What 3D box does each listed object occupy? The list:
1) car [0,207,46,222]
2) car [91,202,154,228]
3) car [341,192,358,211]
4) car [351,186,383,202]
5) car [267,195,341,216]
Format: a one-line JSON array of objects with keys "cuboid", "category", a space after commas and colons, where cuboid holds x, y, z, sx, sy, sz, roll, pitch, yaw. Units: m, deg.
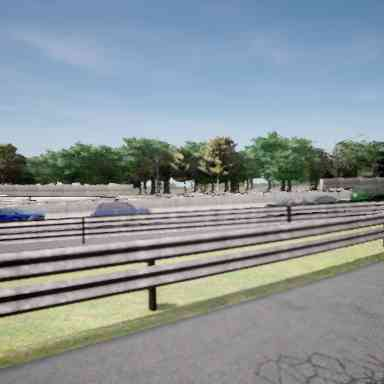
[{"cuboid": [-13.520, 1.858, 24.541, 5.008, 1.535, 1.882, -2, 1, -17], "category": "car"}, {"cuboid": [-4.901, 1.446, 23.492, 4.553, 1.767, 2.097, -2, 1, -17], "category": "car"}, {"cuboid": [11.388, 1.006, 28.421, 4.674, 1.442, 1.812, -2, 1, -17], "category": "car"}, {"cuboid": [19.020, 0.372, 34.389, 5.566, 2.045, 2.150, -2, 1, -17], "category": "car"}, {"cuboid": [7.634, 1.160, 23.628, 4.902, 1.511, 2.128, -2, 1, -17], "category": "car"}]
